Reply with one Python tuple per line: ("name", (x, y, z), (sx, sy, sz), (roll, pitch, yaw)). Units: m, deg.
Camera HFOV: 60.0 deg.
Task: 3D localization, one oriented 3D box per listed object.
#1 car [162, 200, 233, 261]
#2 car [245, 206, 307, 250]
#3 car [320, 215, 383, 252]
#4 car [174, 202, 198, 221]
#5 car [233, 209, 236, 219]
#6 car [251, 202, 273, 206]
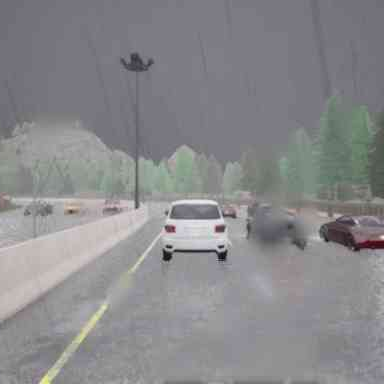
("car", (0.100, 1.304, 12.831), (2.150, 2.045, 5.566), (0, 0, 0))
("car", (3.599, 1.600, 14.881), (1.837, 1.490, 4.892), (0, 0, 0))
("car", (7.100, 1.655, 14.279), (1.994, 1.385, 4.181), (0, 0, 0))
("car", (-0.643, 1.700, 30.756), (1.837, 1.490, 4.892), (0, 0, -6))
("car", (2.809, 1.763, 31.238), (1.994, 1.385, 4.181), (0, 0, -6))
("car", (6.381, 1.700, 30.749), (1.837, 1.490, 4.892), (0, 0, -5))
